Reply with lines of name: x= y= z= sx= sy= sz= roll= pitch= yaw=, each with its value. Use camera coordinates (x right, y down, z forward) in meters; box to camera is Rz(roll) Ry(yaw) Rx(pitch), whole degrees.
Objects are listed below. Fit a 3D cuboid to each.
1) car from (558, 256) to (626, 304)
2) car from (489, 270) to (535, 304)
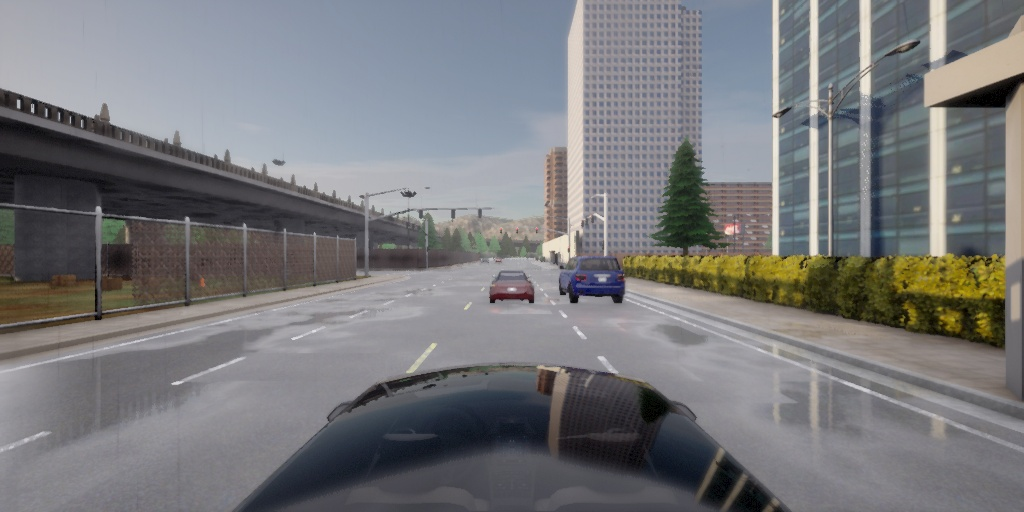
car: x=3.500 y=1.007 z=16.530 sx=2.150 sy=2.045 sz=5.566 roll=0 pitch=0 yaw=0
car: x=0.000 y=1.321 z=16.500 sx=1.994 sy=1.385 sz=4.181 roll=0 pitch=0 yaw=0
